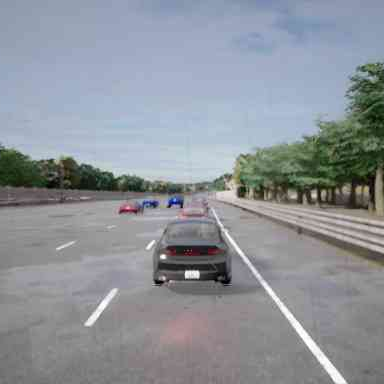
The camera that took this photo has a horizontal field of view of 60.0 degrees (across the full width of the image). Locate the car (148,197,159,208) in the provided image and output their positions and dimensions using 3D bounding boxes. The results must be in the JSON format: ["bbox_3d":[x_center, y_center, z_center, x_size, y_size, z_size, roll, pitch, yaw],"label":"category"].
[{"bbox_3d":[-5.842,1.507,47.562,1.882,1.535,5.008,0,0,2],"label":"car"}]

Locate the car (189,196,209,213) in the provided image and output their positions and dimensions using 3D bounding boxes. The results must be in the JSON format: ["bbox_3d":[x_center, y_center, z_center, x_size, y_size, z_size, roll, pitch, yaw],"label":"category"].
[{"bbox_3d":[0.783,1.316,36.599,2.097,1.767,4.553,0,0,2],"label":"car"}]

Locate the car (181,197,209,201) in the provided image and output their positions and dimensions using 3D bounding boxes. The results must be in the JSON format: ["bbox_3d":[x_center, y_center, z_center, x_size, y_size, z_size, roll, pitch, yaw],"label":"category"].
[{"bbox_3d":[0.339,1.443,26.623,1.837,1.490,4.892,0,0,2],"label":"car"}]

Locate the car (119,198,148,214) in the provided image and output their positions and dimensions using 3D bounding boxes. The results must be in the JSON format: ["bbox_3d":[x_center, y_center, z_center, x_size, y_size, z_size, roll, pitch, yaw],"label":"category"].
[{"bbox_3d":[-6.279,1.538,35.048,1.994,1.385,4.181,0,0,2],"label":"car"}]

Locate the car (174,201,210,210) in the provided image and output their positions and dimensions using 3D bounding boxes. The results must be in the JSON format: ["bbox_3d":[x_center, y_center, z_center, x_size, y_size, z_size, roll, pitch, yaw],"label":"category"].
[{"bbox_3d":[0.142,1.467,19.579,1.812,1.442,4.674,0,0,1],"label":"car"}]

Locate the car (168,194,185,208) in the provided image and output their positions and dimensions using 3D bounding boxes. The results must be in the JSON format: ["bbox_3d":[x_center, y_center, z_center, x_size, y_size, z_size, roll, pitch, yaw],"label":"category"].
[{"bbox_3d":[-2.292,1.260,48.847,2.150,2.045,5.566,0,-1,1],"label":"car"}]

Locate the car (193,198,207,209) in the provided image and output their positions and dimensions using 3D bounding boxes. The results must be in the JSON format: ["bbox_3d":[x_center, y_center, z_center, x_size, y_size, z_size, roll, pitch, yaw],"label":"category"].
[{"bbox_3d":[1.172,1.564,48.001,1.812,1.442,4.674,0,0,2],"label":"car"}]

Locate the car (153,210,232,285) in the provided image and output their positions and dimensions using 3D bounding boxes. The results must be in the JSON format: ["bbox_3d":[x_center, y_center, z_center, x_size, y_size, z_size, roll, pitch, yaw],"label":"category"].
[{"bbox_3d":[0.010,1.476,9.415,1.837,1.490,4.892,0,0,0],"label":"car"}]
